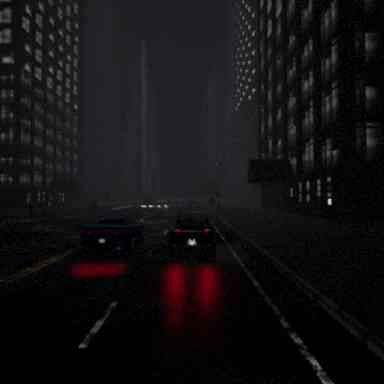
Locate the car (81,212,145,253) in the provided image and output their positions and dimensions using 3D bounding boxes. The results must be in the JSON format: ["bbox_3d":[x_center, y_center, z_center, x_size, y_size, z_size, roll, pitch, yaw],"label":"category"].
[{"bbox_3d":[-3.237,1.619,14.482,1.882,1.535,5.008,0,0,0],"label":"car"}]

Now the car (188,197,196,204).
[{"bbox_3d":[0.038,2.205,86.664,1.882,1.535,5.008,0,-1,0],"label":"car"}]

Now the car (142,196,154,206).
[{"bbox_3d":[-9.718,1.940,74.183,2.150,2.045,5.566,0,-1,0],"label":"car"}]

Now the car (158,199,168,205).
[{"bbox_3d":[-6.467,2.239,74.210,1.812,1.442,4.674,0,-1,0],"label":"car"}]

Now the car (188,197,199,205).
[{"bbox_3d":[0.033,2.192,75.407,1.882,1.535,5.008,0,-1,0],"label":"car"}]

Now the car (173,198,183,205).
[{"bbox_3d":[-3.217,2.238,75.408,1.812,1.442,4.674,0,-1,0],"label":"car"}]

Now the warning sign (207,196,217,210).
[{"bbox_3d":[2.855,1.569,46.857,1.300,1.860,1.060,-1,-1,0],"label":"warning sign"}]

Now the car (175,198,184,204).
[{"bbox_3d":[-3.212,2.282,87.081,2.033,1.411,5.357,0,-1,0],"label":"car"}]

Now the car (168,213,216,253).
[{"bbox_3d":[0.011,1.632,14.314,2.128,1.511,4.902,0,0,0],"label":"car"}]
